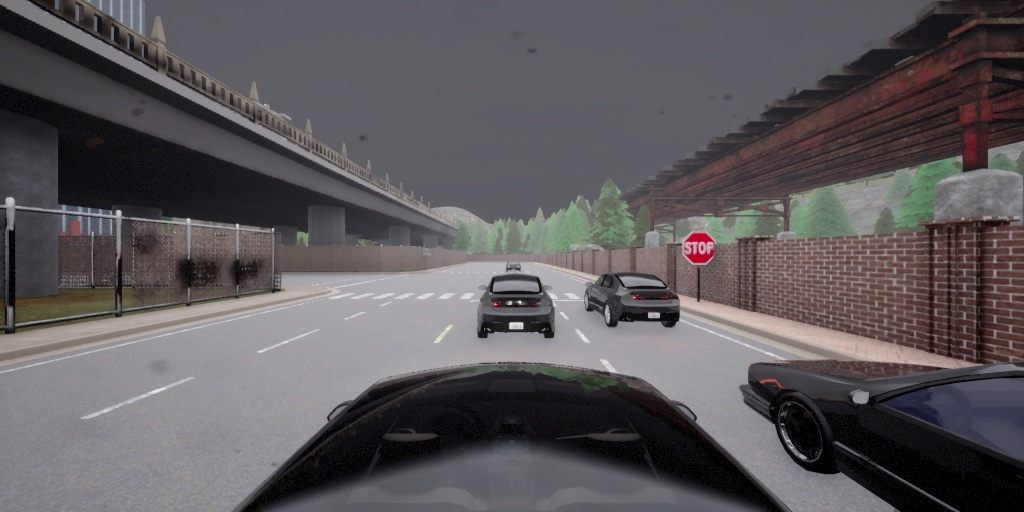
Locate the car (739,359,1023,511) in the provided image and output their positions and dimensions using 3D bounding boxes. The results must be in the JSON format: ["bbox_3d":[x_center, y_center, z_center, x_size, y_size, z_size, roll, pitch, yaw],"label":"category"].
[{"bbox_3d":[3.600,1.297,1.741,2.033,1.411,5.357,0,0,0],"label":"car"}]

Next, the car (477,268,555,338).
[{"bbox_3d":[0.096,1.255,10.126,1.837,1.490,4.892,0,0,0],"label":"car"}]

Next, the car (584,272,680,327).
[{"bbox_3d":[3.597,1.255,11.487,1.837,1.490,4.892,0,0,0],"label":"car"}]

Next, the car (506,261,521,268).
[{"bbox_3d":[0.168,1.351,46.386,1.895,1.301,4.718,0,0,-1],"label":"car"}]
